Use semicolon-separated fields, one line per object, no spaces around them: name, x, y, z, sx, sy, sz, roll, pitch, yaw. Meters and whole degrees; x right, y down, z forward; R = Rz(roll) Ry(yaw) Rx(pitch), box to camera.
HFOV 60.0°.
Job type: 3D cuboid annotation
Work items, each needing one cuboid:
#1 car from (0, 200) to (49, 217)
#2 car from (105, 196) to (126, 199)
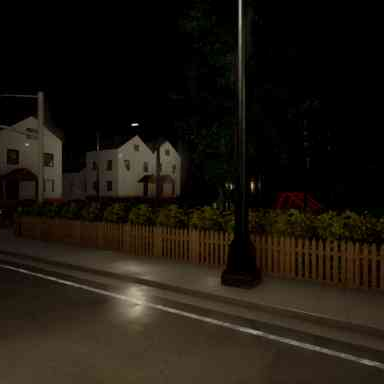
car;-15.048;1.491;30.648;2.128;1.511;4.902;0;0;35
car;-9.400;1.352;38.817;2.097;1.767;4.553;0;0;35
